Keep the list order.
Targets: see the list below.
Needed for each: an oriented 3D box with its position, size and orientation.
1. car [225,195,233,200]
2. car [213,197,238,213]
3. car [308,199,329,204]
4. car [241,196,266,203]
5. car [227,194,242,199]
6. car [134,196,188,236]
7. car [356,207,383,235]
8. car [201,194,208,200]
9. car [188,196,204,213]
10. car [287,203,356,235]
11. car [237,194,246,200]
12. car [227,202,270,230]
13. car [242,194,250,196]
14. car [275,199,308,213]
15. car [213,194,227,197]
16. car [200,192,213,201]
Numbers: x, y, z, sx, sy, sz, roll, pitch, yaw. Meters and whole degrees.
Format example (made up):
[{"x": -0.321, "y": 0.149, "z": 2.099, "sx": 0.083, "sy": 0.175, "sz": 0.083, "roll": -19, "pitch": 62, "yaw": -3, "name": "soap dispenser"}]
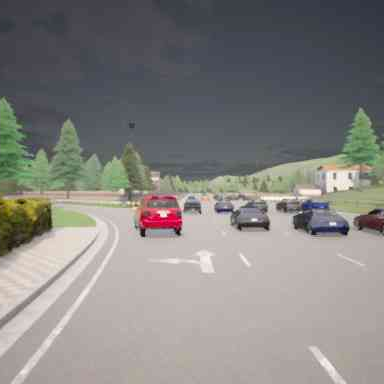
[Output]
[{"x": 10.472, "y": 1.451, "z": 94.439, "sx": 1.895, "sy": 1.301, "sz": 4.718, "roll": 0, "pitch": 0, "yaw": 0, "name": "car"}, {"x": 3.589, "y": 1.573, "z": 37.425, "sx": 1.994, "sy": 1.385, "sz": 4.181, "roll": 0, "pitch": 0, "yaw": 0, "name": "car"}, {"x": 14.090, "y": 1.487, "z": 38.273, "sx": 1.882, "sy": 1.535, "sz": 5.008, "roll": 0, "pitch": 0, "yaw": 0, "name": "car"}, {"x": 7.089, "y": 1.501, "z": 36.670, "sx": 2.128, "sy": 1.511, "sz": 4.902, "roll": 0, "pitch": 0, "yaw": 0, "name": "car"}, {"x": 10.475, "y": 1.553, "z": 83.989, "sx": 2.033, "sy": 1.411, "sz": 5.357, "roll": 0, "pitch": 0, "yaw": 0, "name": "car"}, {"x": -2.014, "y": 1.226, "z": 18.758, "sx": 2.150, "sy": 2.045, "sz": 5.566, "roll": 0, "pitch": 0, "yaw": -14, "name": "car"}, {"x": 10.580, "y": 1.530, "z": 17.914, "sx": 1.812, "sy": 1.442, "sz": 4.674, "roll": 0, "pitch": 0, "yaw": 0, "name": "car"}, {"x": 3.472, "y": 1.356, "z": 94.407, "sx": 1.837, "sy": 1.490, "sz": 4.892, "roll": 0, "pitch": 0, "yaw": 0, "name": "car"}, {"x": 0.089, "y": 1.514, "z": 36.745, "sx": 1.837, "sy": 1.490, "sz": 4.892, "roll": 0, "pitch": 0, "yaw": 0, "name": "car"}, {"x": 7.096, "y": 1.569, "z": 18.759, "sx": 1.994, "sy": 1.385, "sz": 4.181, "roll": 0, "pitch": 0, "yaw": 0, "name": "car"}, {"x": 13.972, "y": 1.356, "z": 94.410, "sx": 1.837, "sy": 1.490, "sz": 4.892, "roll": 0, "pitch": 0, "yaw": 0, "name": "car"}, {"x": 3.594, "y": 1.569, "z": 21.132, "sx": 1.994, "sy": 1.385, "sz": 4.181, "roll": 0, "pitch": 0, "yaw": 0, "name": "car"}, {"x": 13.975, "y": 1.553, "z": 83.990, "sx": 2.033, "sy": 1.411, "sz": 5.357, "roll": 0, "pitch": 0, "yaw": 0, "name": "car"}, {"x": 10.589, "y": 1.501, "z": 36.672, "sx": 2.128, "sy": 1.511, "sz": 4.902, "roll": 0, "pitch": 0, "yaw": 0, "name": "car"}, {"x": 6.975, "y": 1.538, "z": 83.988, "sx": 2.128, "sy": 1.511, "sz": 4.902, "roll": 0, "pitch": 0, "yaw": 0, "name": "car"}, {"x": 3.475, "y": 1.369, "z": 84.373, "sx": 2.097, "sy": 1.767, "sz": 4.553, "roll": 0, "pitch": 0, "yaw": 0, "name": "car"}]
